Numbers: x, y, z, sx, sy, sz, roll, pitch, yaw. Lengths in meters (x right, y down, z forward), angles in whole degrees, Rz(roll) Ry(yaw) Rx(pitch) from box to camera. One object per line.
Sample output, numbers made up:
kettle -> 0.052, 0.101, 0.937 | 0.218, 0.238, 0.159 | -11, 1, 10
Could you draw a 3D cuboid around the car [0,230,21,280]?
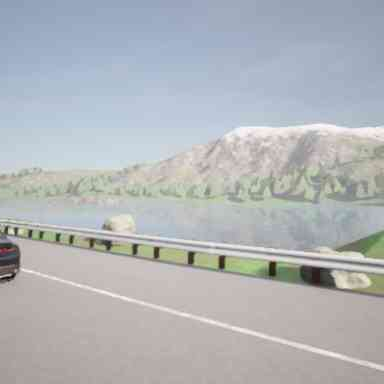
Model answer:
car -> -6.397, 1.538, 8.873 | 4.892, 1.490, 1.837 | 0, 0, 38
